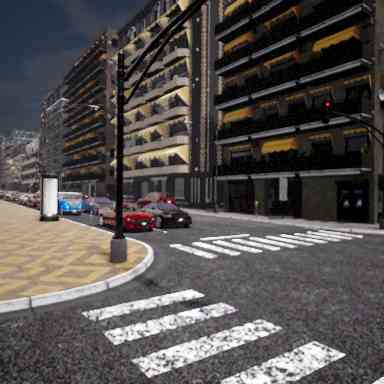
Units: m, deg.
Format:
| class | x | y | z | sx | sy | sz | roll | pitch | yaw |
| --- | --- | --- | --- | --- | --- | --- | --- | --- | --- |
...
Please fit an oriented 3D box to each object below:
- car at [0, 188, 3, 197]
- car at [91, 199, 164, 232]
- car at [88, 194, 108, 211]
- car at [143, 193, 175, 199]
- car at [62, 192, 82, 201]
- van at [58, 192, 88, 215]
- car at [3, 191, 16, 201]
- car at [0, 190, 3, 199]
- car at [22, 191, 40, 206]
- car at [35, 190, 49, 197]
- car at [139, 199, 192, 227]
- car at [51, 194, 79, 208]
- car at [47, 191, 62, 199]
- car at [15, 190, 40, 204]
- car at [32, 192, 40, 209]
| class | x | y | z | sx | sy | sz | roll | pitch | yaw |
| --- | --- | --- | --- | --- | --- | --- | --- | --- | --- |
| car | -43.303 | -0.008 | 73.217 | 2.192 | 1.841 | 5.009 | 2 | 0 | -36 |
| car | -3.650 | 1.279 | 18.128 | 1.887 | 1.381 | 4.507 | 2 | 0 | -36 |
| car | -8.017 | 1.141 | 28.607 | 2.033 | 1.411 | 5.357 | 1 | 0 | -36 |
| car | -3.457 | 0.976 | 32.212 | 2.192 | 1.841 | 5.009 | 2 | 0 | -36 |
| car | -19.990 | 0.787 | 55.165 | 1.947 | 1.339 | 4.313 | 2 | 0 | -36 |
| van | -10.253 | 0.899 | 27.310 | 1.690 | 1.788 | 3.998 | 2 | 0 | -36 |
| car | -26.781 | 0.558 | 50.263 | 1.967 | 1.590 | 4.097 | 2 | 0 | -36 |
| car | -33.395 | 0.486 | 59.444 | 1.887 | 1.381 | 4.507 | 2 | 0 | -36 |
| car | -16.870 | 0.926 | 36.491 | 1.887 | 1.381 | 4.507 | 2 | 0 | -36 |
| car | -33.206 | 0.309 | 73.528 | 1.967 | 1.590 | 4.097 | 2 | 0 | -36 |
| car | -1.788 | 1.324 | 19.953 | 1.994 | 1.385 | 4.181 | 1 | 0 | -36 |
| car | -14.359 | 0.989 | 37.449 | 1.994 | 1.385 | 4.181 | 1 | 0 | -35 |
| car | -26.698 | 0.567 | 64.485 | 1.752 | 1.417 | 4.829 | 2 | 0 | -36 |
| car | -20.075 | 0.822 | 40.944 | 1.752 | 1.417 | 4.829 | 2 | 0 | -36 |
| car | -13.565 | 1.014 | 31.900 | 1.887 | 1.381 | 4.507 | 2 | 0 | -36 |
